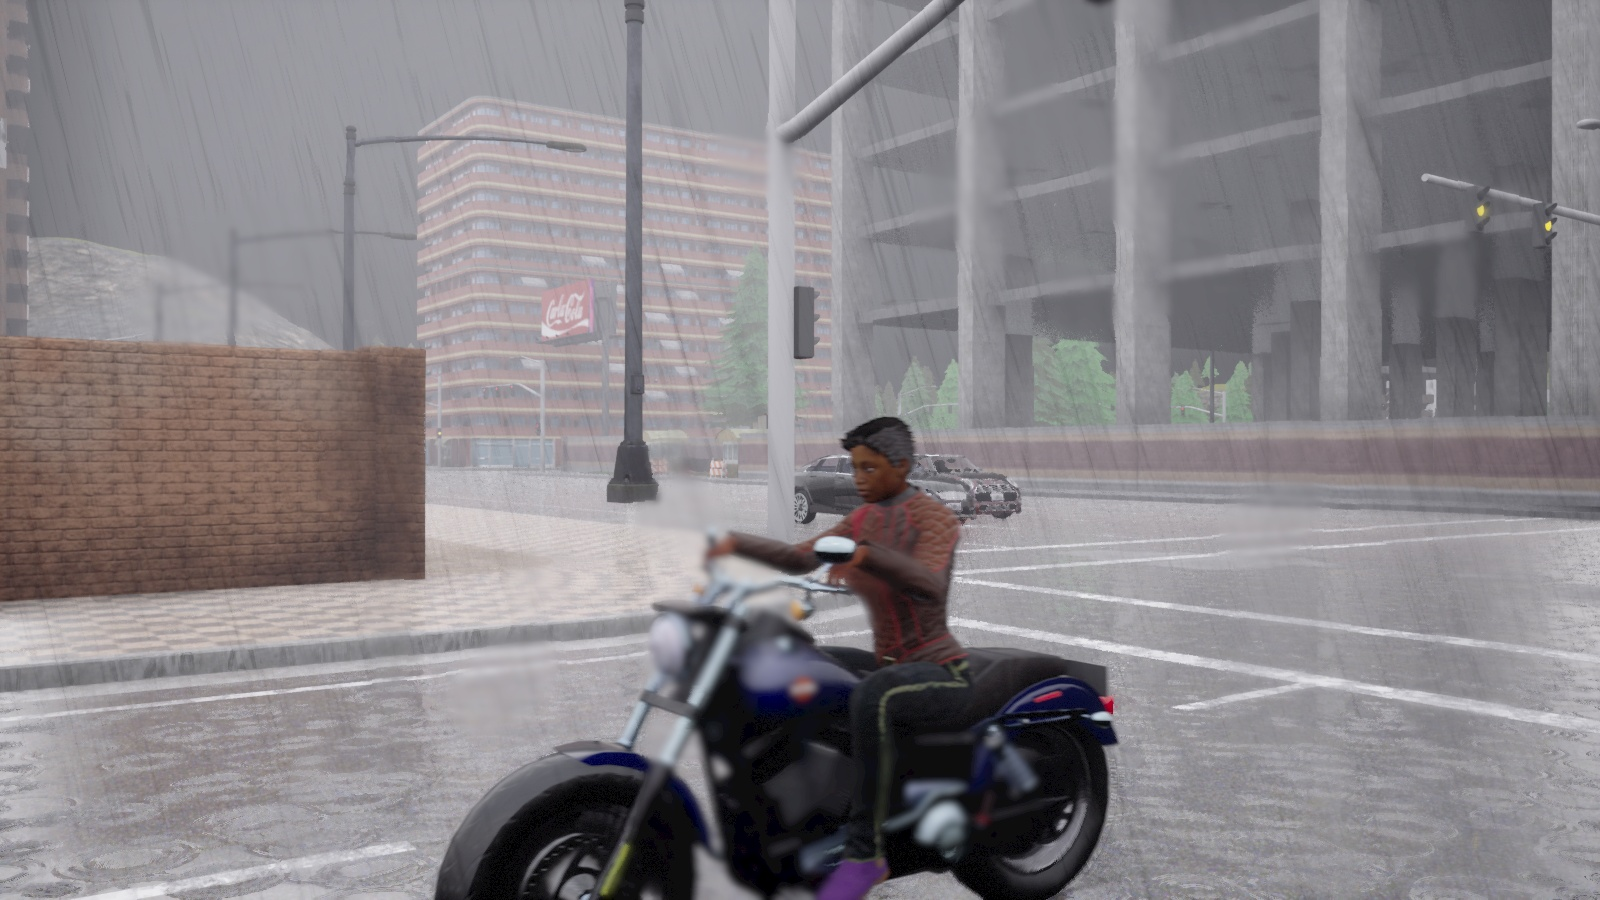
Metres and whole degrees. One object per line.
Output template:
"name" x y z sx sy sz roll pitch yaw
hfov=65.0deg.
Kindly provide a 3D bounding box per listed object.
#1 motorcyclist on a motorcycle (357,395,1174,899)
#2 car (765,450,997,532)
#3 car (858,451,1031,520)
"motorcyclist on a motorcycle" 0.015 0.704 3.679 2.350 1.649 0.766 0 0 -35
"car" 1.523 0.760 25.587 2.128 1.511 4.902 0 0 -34
"car" 3.293 0.775 29.197 1.970 1.475 3.806 0 0 -34
